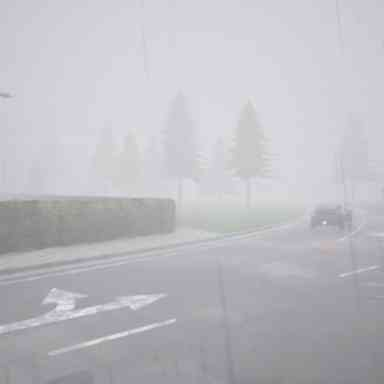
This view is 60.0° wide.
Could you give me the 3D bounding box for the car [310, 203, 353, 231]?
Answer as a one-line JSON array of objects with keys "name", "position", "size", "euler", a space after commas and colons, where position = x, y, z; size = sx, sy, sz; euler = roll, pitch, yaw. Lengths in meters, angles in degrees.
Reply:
[{"name": "car", "position": [8.751, 1.469, 20.735], "size": [1.837, 1.490, 4.892], "euler": [1, 0, 32]}]
